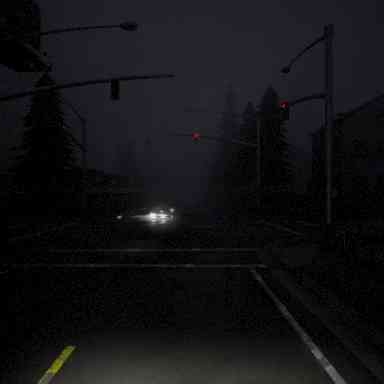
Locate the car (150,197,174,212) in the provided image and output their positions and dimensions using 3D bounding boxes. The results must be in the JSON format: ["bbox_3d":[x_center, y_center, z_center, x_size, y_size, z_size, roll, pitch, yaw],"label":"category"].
[{"bbox_3d":[-3.618,1.491,38.108,2.128,1.511,4.902,0,0,0],"label":"car"}]
